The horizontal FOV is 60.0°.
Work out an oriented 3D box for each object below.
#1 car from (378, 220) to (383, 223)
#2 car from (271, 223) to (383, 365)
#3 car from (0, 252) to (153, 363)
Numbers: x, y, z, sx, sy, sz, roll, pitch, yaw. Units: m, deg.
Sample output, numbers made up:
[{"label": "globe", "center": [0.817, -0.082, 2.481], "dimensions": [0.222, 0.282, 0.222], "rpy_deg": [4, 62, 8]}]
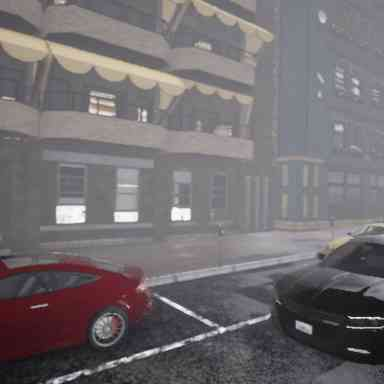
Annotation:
[{"label": "car", "center": [6.313, 1.630, 11.029], "dimensions": [4.829, 1.417, 1.752], "rpy_deg": [1, 1, -35]}, {"label": "car", "center": [3.527, 1.535, 5.883], "dimensions": [5.008, 1.535, 1.882], "rpy_deg": [0, 0, -35]}, {"label": "car", "center": [-2.581, 1.581, 4.706], "dimensions": [4.206, 1.307, 1.802], "rpy_deg": [1, 1, -35]}]
